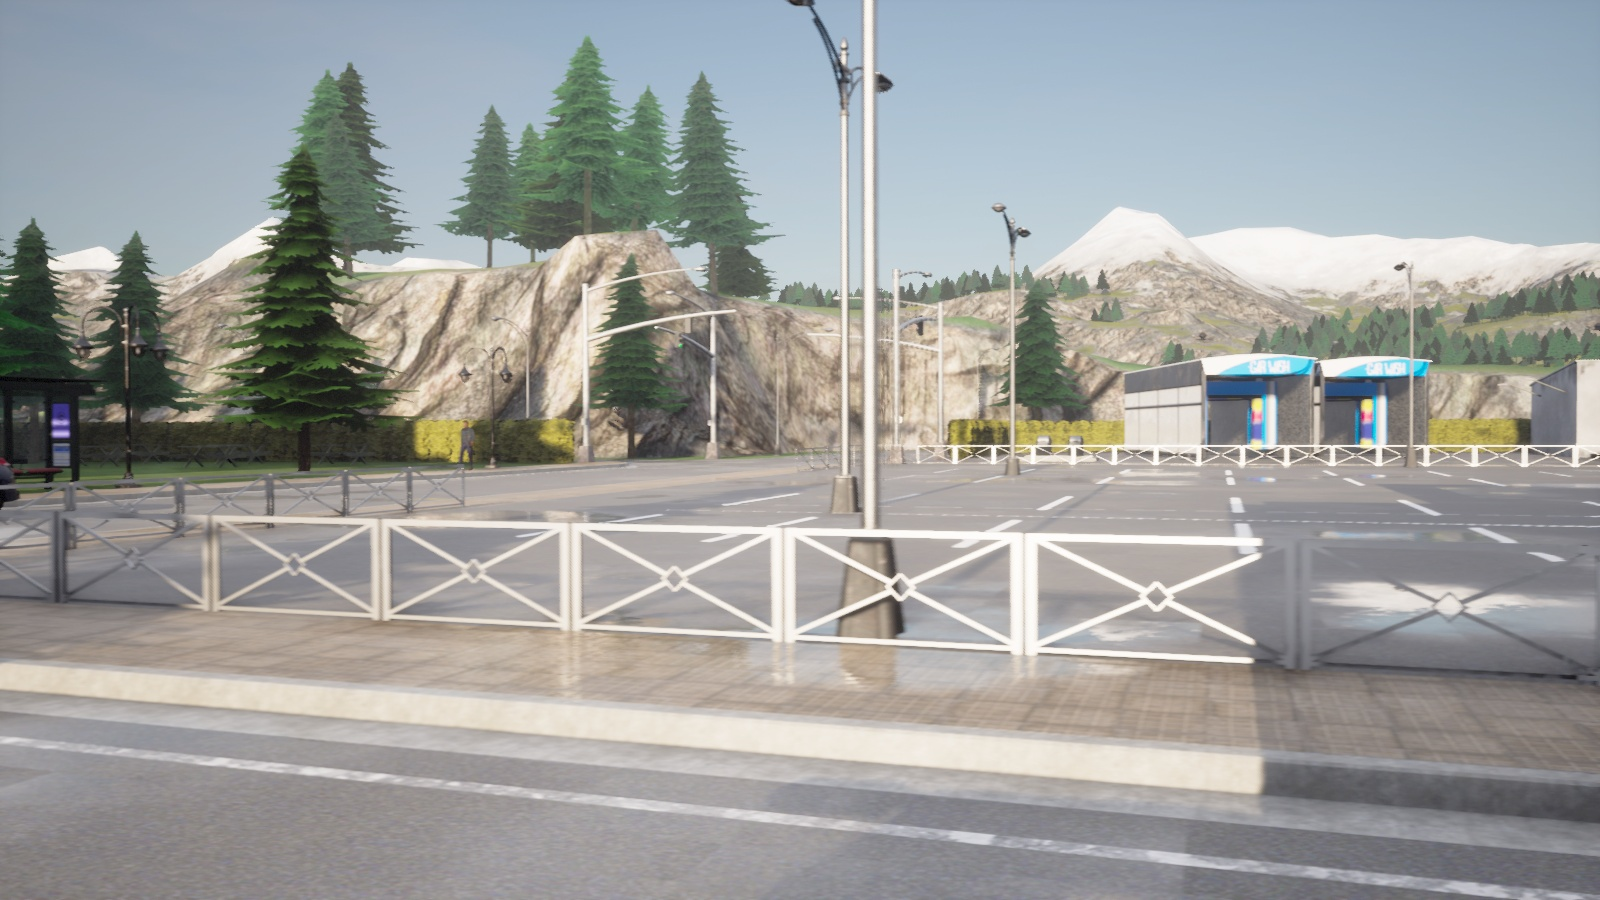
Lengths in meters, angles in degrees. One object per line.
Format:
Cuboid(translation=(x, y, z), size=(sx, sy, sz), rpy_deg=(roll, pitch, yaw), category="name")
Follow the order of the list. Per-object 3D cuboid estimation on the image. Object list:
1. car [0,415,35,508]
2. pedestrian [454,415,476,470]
Cuboid(translation=(-15.828, 0.225, 20.955), size=(2.152, 1.651, 5.027), rpy_deg=(1, 1, 18), category="car")
Cuboid(translation=(-12.069, -0.272, 45.204), size=(0.423, 1.949, 0.788), rpy_deg=(0, 1, 16), category="pedestrian")
